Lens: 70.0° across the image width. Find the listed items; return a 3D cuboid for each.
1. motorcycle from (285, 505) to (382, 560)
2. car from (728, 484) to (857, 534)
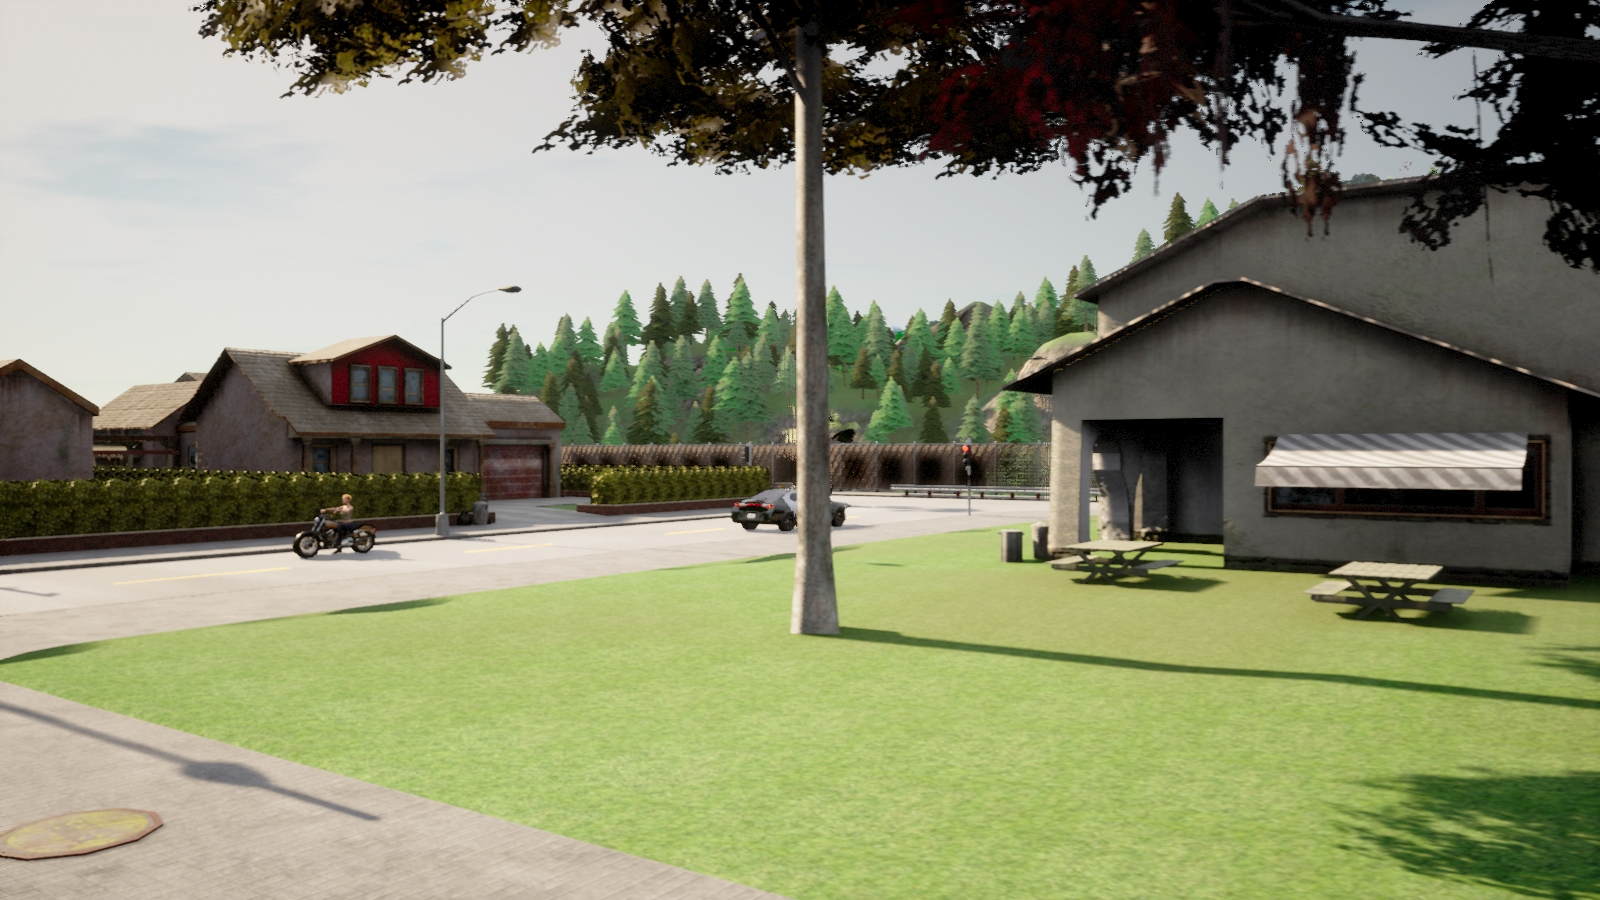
[{"bbox_3d":[-12.405,2.175,30.482,0.764,1.307,2.356,0,0,35],"label":"motorcycle"},{"bbox_3d":[-0.199,2.055,40.993,2.038,1.542,4.974,0,0,37],"label":"car"}]
